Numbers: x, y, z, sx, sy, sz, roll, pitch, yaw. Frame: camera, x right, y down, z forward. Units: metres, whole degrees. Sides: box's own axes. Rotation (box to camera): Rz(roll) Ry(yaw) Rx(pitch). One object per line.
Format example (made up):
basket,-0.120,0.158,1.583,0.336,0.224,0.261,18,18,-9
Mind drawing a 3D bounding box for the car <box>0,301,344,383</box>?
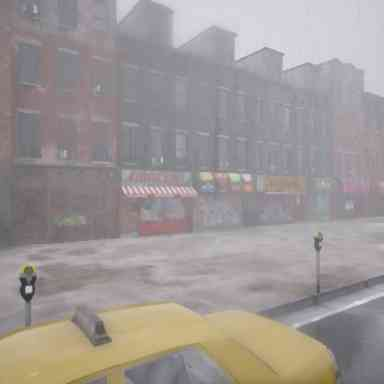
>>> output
car,-0.923,1.523,2.151,4.829,1.417,1.752,0,0,-35
